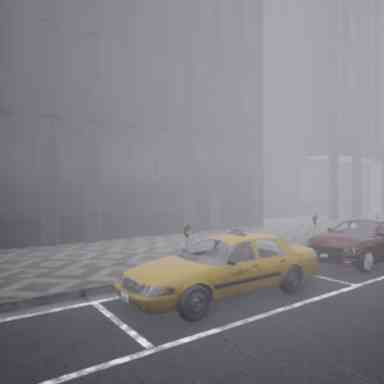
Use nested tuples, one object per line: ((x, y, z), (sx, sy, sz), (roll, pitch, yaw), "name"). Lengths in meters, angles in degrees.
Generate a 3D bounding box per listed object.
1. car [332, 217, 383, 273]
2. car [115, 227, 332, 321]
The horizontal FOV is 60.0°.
((5.518, 1.515, 10.584), (4.507, 1.381, 1.887), (0, 0, -35), "car")
((0.791, 1.512, 7.213), (4.829, 1.417, 1.752), (0, 0, -35), "car")
